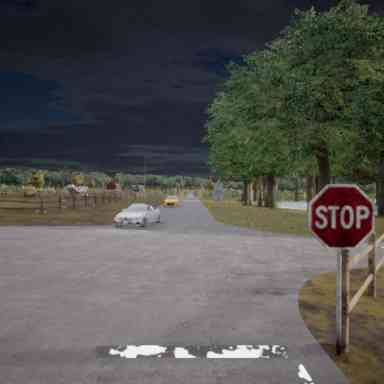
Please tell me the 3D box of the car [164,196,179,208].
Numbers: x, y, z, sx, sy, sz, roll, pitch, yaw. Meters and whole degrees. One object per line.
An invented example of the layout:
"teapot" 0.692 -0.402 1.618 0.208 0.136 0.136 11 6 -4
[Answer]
"car" -2.800 1.323 46.134 1.882 1.535 5.008 0 1 0

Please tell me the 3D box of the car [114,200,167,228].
"car" -3.397 1.494 21.982 1.812 1.442 4.674 1 1 13
